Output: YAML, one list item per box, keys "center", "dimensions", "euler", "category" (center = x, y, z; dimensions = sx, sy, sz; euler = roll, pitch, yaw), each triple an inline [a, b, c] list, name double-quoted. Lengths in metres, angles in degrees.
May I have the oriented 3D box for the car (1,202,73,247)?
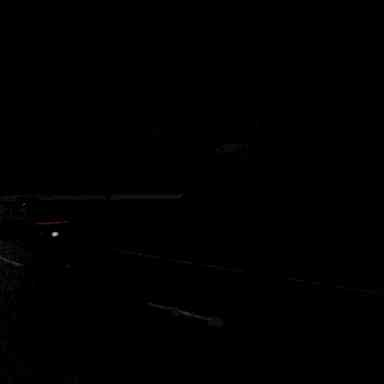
- center: [-6.990, 1.415, 14.758]
  dimensions: [2.128, 1.511, 4.902]
  euler: [0, 0, -43]
  category: "car"

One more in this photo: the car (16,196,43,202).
- center: [-15.698, 1.182, 32.214]
  dimensions: [2.097, 1.767, 4.553]
  euler: [0, 0, -13]
  category: "car"
